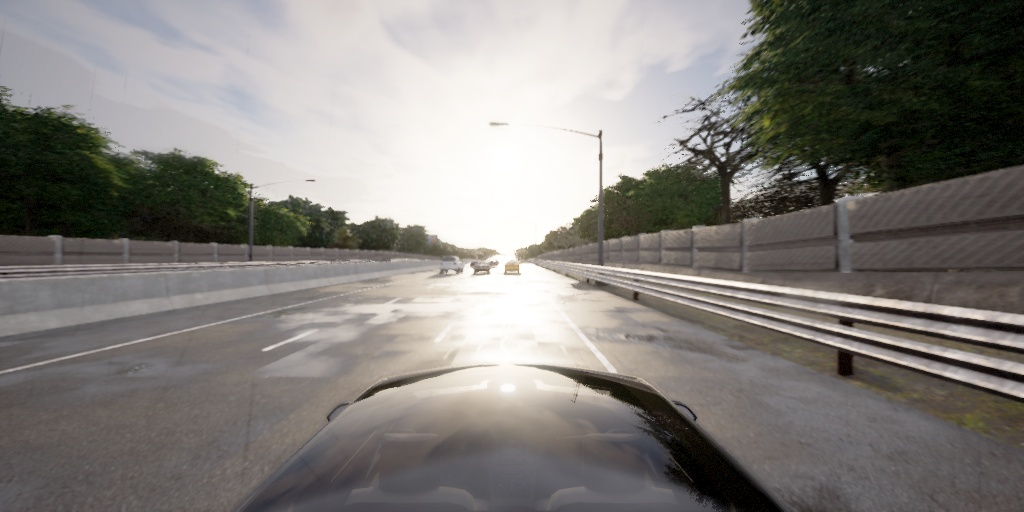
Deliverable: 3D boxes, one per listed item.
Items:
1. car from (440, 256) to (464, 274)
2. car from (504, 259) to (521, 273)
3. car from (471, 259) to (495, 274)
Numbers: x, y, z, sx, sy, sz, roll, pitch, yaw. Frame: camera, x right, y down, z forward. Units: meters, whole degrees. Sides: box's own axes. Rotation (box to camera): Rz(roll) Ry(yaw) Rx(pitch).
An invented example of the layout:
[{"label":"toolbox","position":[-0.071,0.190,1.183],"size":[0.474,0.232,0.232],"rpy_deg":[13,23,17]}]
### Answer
[{"label":"car","position":[-6.992,1.016,41.945],"size":[2.150,2.045,5.566],"rpy_deg":[0,0,0]},{"label":"car","position":[0.017,1.273,43.620],"size":[1.882,1.535,5.008],"rpy_deg":[0,0,0]},{"label":"car","position":[-3.490,1.342,42.884],"size":[2.033,1.411,5.357],"rpy_deg":[0,0,0]}]
